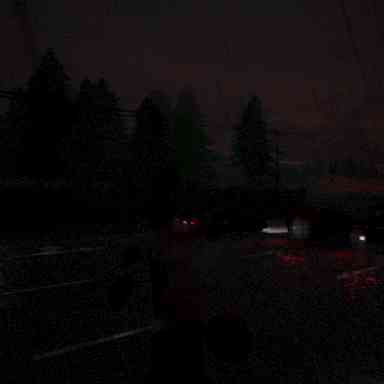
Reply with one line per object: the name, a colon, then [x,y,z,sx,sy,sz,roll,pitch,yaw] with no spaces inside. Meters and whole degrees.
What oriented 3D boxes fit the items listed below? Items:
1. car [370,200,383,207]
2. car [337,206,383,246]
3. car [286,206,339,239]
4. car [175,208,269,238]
car: [17.684,1.534,30.134,4.892,1.490,1.837,0,0,-43]
car: [8.494,1.520,14.131,4.892,1.490,1.837,0,0,-35]
car: [6.998,1.522,17.360,4.892,1.490,1.837,0,0,-35]
car: [1.698,1.560,17.898,5.357,1.411,2.033,0,0,-35]
